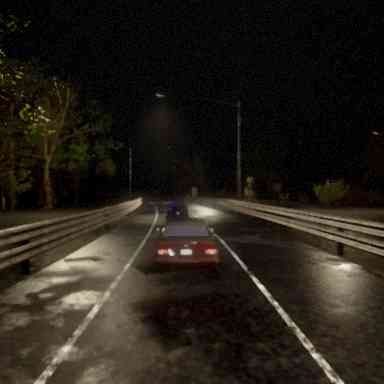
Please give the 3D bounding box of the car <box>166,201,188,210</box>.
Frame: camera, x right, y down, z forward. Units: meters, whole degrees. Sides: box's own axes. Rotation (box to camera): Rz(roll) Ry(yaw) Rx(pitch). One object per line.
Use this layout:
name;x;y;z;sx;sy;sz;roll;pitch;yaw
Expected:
car;-1.277;1.476;28.643;1.812;1.442;4.674;0;0;-4

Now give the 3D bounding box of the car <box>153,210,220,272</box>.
car;-0.214;1.532;10.755;2.033;1.411;5.357;0;0;-2
